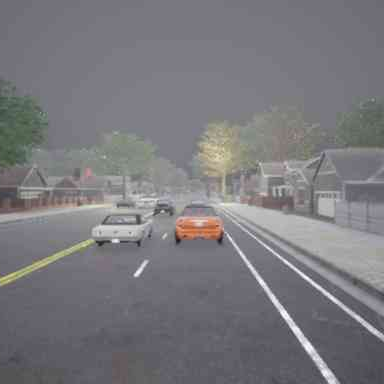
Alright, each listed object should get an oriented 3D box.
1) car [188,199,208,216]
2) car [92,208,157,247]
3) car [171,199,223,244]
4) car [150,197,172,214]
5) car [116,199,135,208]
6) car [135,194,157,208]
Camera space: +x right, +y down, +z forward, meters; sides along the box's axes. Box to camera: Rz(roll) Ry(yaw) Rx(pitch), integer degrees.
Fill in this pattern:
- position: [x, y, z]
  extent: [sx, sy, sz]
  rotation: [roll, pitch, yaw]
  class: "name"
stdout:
- position: [0.593, 1.509, 34.330]
  extent: [1.882, 1.535, 5.008]
  rotation: [0, 0, 1]
  class: "car"
- position: [-2.940, 1.608, 15.159]
  extent: [1.895, 1.301, 4.718]
  rotation: [0, 0, 1]
  class: "car"
- position: [0.324, 1.358, 16.031]
  extent: [2.097, 1.767, 4.553]
  rotation: [0, 0, 1]
  class: "car"
- position: [-2.678, 1.536, 32.890]
  extent: [1.837, 1.490, 4.892]
  rotation: [0, 0, 1]
  class: "car"
- position: [-9.166, 1.657, 46.221]
  extent: [1.895, 1.301, 4.718]
  rotation: [0, 0, 1]
  class: "car"
- position: [-5.928, 1.275, 45.576]
  extent: [2.150, 2.045, 5.566]
  rotation: [0, 0, 1]
  class: "car"
